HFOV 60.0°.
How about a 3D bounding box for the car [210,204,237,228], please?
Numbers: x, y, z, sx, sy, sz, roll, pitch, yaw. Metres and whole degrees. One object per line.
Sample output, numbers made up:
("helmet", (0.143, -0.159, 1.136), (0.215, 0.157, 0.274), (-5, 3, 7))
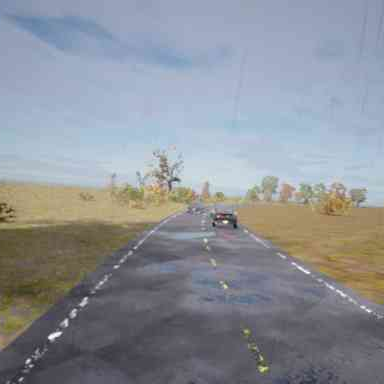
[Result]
("car", (2.518, 1.934, 26.273), (1.837, 1.490, 4.892), (4, -1, 2))

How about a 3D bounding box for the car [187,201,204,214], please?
("car", (0.478, 1.952, 42.377), (1.837, 1.490, 4.892), (4, -1, 5))

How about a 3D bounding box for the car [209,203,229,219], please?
("car", (3.091, 2.128, 38.187), (2.033, 1.411, 5.357), (4, -1, 5))
